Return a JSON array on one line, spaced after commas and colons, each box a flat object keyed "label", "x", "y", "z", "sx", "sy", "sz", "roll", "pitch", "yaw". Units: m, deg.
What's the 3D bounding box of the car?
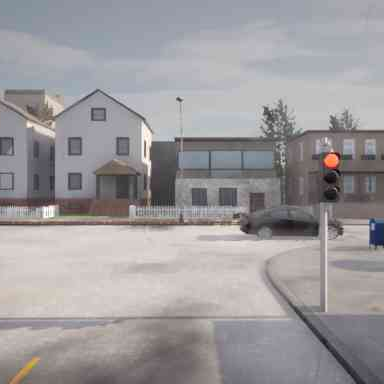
[{"label": "car", "x": 4.813, "y": 1.477, "z": 16.249, "sx": 5.008, "sy": 1.535, "sz": 1.882, "roll": 0, "pitch": 0, "yaw": 0}]
